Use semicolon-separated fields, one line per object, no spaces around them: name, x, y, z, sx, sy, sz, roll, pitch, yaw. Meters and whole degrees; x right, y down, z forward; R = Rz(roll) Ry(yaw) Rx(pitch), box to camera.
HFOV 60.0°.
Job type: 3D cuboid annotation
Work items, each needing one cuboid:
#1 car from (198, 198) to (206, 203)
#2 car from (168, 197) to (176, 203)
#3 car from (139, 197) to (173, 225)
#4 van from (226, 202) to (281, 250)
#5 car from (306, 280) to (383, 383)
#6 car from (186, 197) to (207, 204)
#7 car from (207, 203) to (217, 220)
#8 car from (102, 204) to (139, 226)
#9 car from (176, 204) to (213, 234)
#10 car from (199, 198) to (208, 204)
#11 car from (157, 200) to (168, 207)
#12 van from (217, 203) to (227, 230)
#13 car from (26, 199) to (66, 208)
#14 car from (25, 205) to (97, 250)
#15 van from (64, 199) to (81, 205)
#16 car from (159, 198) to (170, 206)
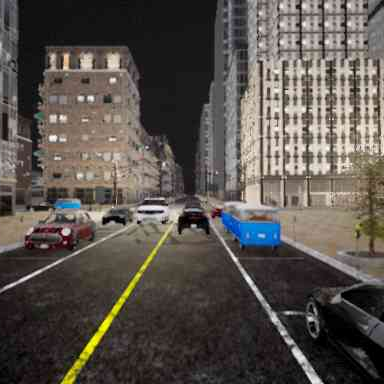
car;2.735;2.343;92.202;2.008;1.369;4.403;1;0;0
car;-5.644;2.232;92.207;1.967;1.590;4.097;1;0;0
car;-3.020;1.471;26.653;2.150;2.045;5.566;0;-1;1
van;2.708;1.481;14.776;1.690;1.788;3.998;1;-1;0
car;2.701;1.602;3.619;1.947;1.339;4.313;1;-1;0
car;0.084;1.657;33.326;2.097;1.767;4.553;0;0;-1
car;2.712;1.834;31.504;1.887;1.381;4.507;1;-1;0
car;-5.671;1.806;25.936;1.947;1.339;4.313;1;-1;0
car;0.108;1.693;20.587;1.837;1.490;4.892;0;-2;0
car;2.731;2.248;80.900;1.887;1.381;4.507;1;0;0
car;-5.657;2.151;63.949;1.802;1.307;4.206;1;0;0
van;2.710;1.532;20.352;1.690;1.788;3.998;1;-1;0
car;-19.827;2.024;44.444;4.403;1.369;2.008;0;-1;1
car;-5.673;1.580;14.789;1.967;1.590;4.097;1;-1;0
van;-19.716;2.004;52.826;3.998;1.788;1.690;0;-1;1
car;-5.652;2.054;69.603;1.967;1.590;4.097;1;0;0
